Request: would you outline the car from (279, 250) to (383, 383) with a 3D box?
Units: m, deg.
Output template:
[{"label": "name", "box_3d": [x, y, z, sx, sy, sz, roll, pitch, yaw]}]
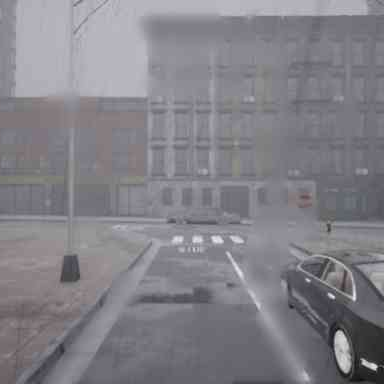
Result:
[{"label": "car", "box_3d": [2.651, 1.605, 5.327, 2.008, 1.369, 4.403, 0, -1, 0]}]

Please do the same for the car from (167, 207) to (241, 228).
[{"label": "car", "box_3d": [0.875, 1.845, 24.450, 5.357, 1.411, 2.033, 1, -1, 0]}]
